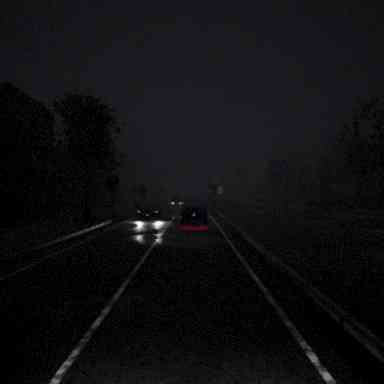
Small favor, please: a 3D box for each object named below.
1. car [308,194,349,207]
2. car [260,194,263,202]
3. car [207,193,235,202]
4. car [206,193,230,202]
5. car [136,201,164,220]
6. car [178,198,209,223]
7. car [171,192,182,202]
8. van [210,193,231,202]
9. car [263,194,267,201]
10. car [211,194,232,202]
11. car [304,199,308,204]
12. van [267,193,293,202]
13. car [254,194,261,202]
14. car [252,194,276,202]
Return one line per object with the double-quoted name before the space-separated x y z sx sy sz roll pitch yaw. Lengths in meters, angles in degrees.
"car" 18.832 1.183 45.347 4.553 1.767 2.185 0 0 0
"car" 18.815 1.454 74.767 5.366 1.575 1.946 0 -1 0
"car" 6.207 1.376 69.880 5.366 1.575 1.946 0 -1 0
"car" 6.336 1.354 82.031 5.566 2.045 2.435 0 -1 0
"car" -3.302 1.446 27.033 1.812 1.442 4.674 0 0 0
"car" 0.141 1.405 24.746 1.882 1.535 5.008 0 0 0
"car" -3.165 1.103 69.043 2.150 2.045 5.566 0 0 0
"van" 6.470 1.249 75.840 4.442 1.987 1.878 0 -1 0
"car" 18.831 1.411 72.106 5.366 1.575 1.946 0 -1 0
"car" 6.405 1.294 72.801 4.553 1.767 2.185 0 -1 0
"car" 18.767 1.340 48.518 4.674 1.452 2.002 0 0 0
"van" 18.547 1.149 69.314 4.442 1.987 1.878 0 -1 0
"car" 18.564 1.320 80.487 5.566 2.045 2.435 0 -2 -1
"car" 18.505 1.462 85.947 5.566 2.045 2.435 0 -2 -1
